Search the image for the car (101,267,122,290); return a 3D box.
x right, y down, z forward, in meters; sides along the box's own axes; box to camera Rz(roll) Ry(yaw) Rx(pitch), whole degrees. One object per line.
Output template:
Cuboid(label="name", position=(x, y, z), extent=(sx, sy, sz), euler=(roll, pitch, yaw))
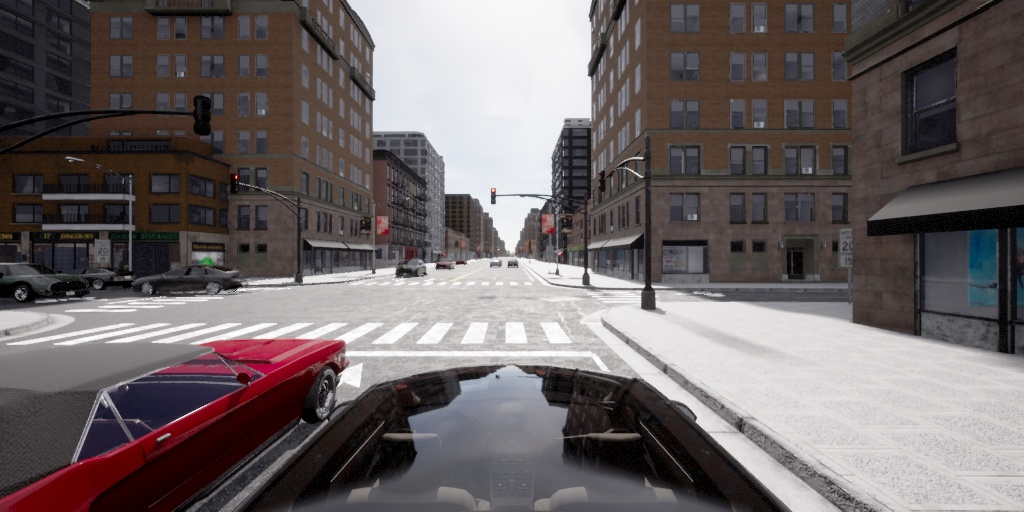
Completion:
Cuboid(label="car", position=(-25.321, 1.330, 21.705), extent=(4.313, 1.339, 1.948), euler=(0, 0, 0))

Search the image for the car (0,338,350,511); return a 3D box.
Cuboid(label="car", position=(-3.157, 1.351, 2.837), extent=(1.895, 1.301, 4.718), euler=(0, 0, 0))

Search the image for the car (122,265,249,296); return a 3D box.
Cuboid(label="car", position=(-16.902, 1.263, 19.049), extent=(4.892, 1.490, 1.837), euler=(0, 3, -10))

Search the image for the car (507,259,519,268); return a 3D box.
Cuboid(label="car", position=(0.166, 1.245, 62.199), extent=(1.837, 1.490, 4.892), euler=(0, 0, 0))

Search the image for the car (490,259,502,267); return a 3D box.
Cuboid(label="car", position=(-2.978, 1.287, 64.154), extent=(2.033, 1.411, 5.357), euler=(0, 0, 0))

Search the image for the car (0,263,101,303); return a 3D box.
Cuboid(label="car", position=(-22.163, 1.095, 16.196), extent=(4.553, 1.767, 2.097), euler=(0, 0, 0))

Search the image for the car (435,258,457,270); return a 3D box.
Cuboid(label="car", position=(-9.708, 1.094, 51.783), extent=(2.097, 1.767, 4.553), euler=(0, 0, 0))

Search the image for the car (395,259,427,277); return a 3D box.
Cuboid(label="car", position=(-9.761, 1.100, 35.003), extent=(2.097, 1.767, 4.553), euler=(0, 0, 0))
